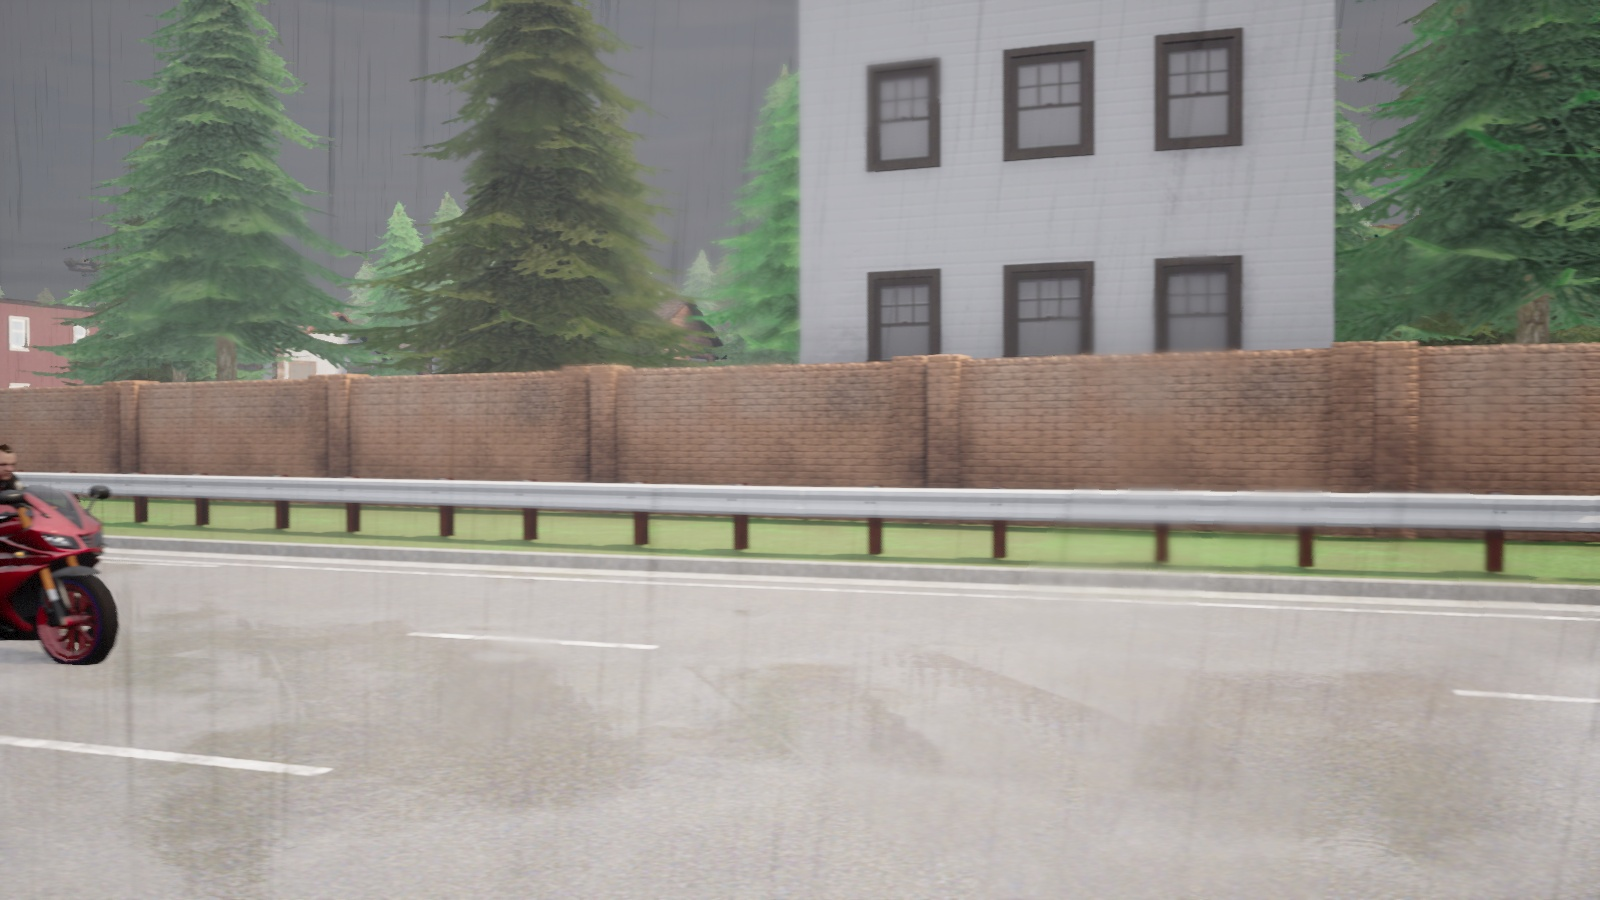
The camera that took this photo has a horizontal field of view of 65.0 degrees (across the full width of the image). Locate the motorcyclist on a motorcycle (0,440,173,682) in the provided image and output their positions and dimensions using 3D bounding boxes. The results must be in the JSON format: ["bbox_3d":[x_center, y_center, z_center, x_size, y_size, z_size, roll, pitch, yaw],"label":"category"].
[{"bbox_3d":[-5.589,0.700,8.766,2.191,1.530,0.866,1,1,19],"label":"motorcyclist on a motorcycle"}]
